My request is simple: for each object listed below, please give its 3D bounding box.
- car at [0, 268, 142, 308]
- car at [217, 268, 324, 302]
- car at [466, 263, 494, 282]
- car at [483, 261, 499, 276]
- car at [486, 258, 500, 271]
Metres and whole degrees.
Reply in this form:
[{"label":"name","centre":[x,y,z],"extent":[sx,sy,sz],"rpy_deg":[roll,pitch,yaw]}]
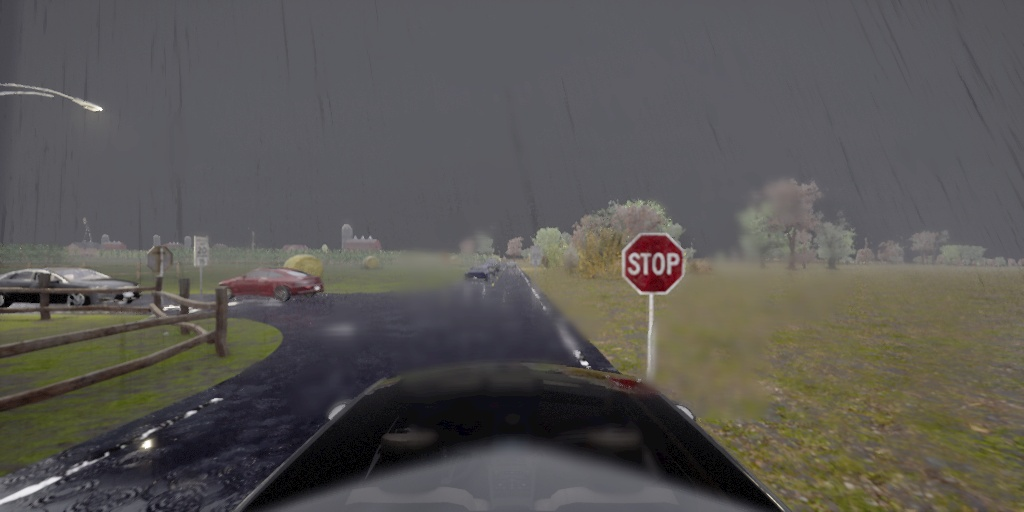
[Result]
[{"label":"car","centre":[-17.345,1.220,13.907],"extent":[4.902,1.511,2.128],"rpy_deg":[0,0,-1]},{"label":"car","centre":[-11.223,1.282,16.745],"extent":[4.674,1.442,1.812],"rpy_deg":[0,0,8]},{"label":"car","centre":[-2.896,1.531,31.482],"extent":[1.895,1.301,4.718],"rpy_deg":[0,0,0]},{"label":"car","centre":[-2.904,1.560,41.444],"extent":[1.994,1.385,4.181],"rpy_deg":[0,0,0]},{"label":"car","centre":[-2.909,1.291,51.980],"extent":[2.150,2.045,5.566],"rpy_deg":[0,0,0]}]
